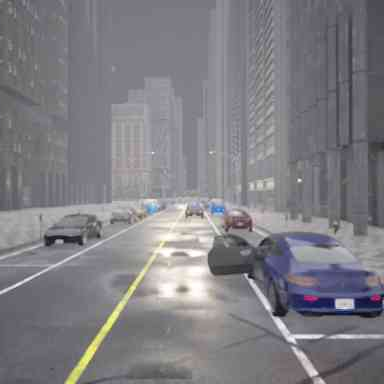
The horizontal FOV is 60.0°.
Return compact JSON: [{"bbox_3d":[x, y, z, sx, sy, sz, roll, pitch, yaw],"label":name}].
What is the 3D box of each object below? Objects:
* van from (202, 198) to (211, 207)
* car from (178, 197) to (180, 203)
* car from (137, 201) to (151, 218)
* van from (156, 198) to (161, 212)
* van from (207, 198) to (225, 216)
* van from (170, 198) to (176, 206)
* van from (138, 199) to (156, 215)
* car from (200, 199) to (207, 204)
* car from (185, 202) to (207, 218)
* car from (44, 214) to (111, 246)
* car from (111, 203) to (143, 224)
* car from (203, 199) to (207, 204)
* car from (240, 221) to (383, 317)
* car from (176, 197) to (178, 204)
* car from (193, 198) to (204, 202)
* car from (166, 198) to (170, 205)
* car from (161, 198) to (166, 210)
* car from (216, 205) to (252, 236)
[{"bbox_3d":[3.133,2.212,72.803,1.690,1.788,3.998,0,-1,0],"label":"van"},{"bbox_3d":[-5.278,2.723,95.401,1.947,1.339,4.313,0,-1,0],"label":"car"},{"bbox_3d":[-5.590,1.938,33.187,1.752,1.417,4.829,0,-1,0],"label":"car"},{"bbox_3d":[-5.534,1.892,44.640,1.690,1.788,3.998,0,-1,0],"label":"van"},{"bbox_3d":[2.963,1.806,38.962,1.690,1.788,3.998,0,-1,0],"label":"van"},{"bbox_3d":[-5.364,2.297,78.483,1.690,1.788,3.998,0,-1,0],"label":"van"},{"bbox_3d":[-5.562,1.824,39.000,1.690,1.788,3.998,0,-1,0],"label":"van"},{"bbox_3d":[3.247,2.684,95.362,1.887,1.381,4.507,0,-1,0],"label":"car"},{"bbox_3d":[0.258,2.022,34.832,1.895,1.301,4.718,0,-1,1],"label":"car"},{"bbox_3d":[-5.674,1.777,16.436,1.947,1.339,4.313,0,-1,0],"label":"car"},{"bbox_3d":[-5.617,1.898,27.717,2.008,1.369,4.403,0,-1,0],"label":"car"},{"bbox_3d":[3.049,2.251,55.880,1.802,1.307,4.206,0,-1,0],"label":"car"},{"bbox_3d":[2.399,1.613,7.506,1.812,1.442,4.674,0,-1,0],"label":"car"},{"bbox_3d":[-5.334,2.568,84.121,1.887,1.381,4.507,0,-1,0],"label":"car"},{"bbox_3d":[0.252,2.023,45.122,1.882,1.535,5.008,0,-1,1],"label":"car"},{"bbox_3d":[-5.477,2.001,55.922,2.192,1.841,5.009,0,-1,0],"label":"car"},{"bbox_3d":[-5.505,2.059,50.279,1.967,1.590,4.097,0,-1,0],"label":"car"},{"bbox_3d":[2.879,1.806,22.039,1.887,1.381,4.507,0,-1,0],"label":"car"}]
